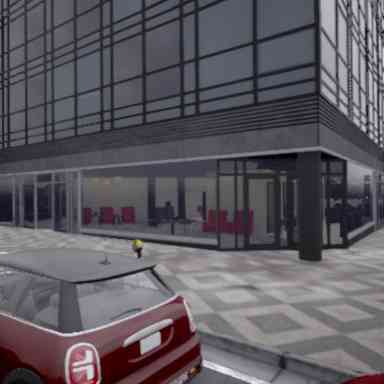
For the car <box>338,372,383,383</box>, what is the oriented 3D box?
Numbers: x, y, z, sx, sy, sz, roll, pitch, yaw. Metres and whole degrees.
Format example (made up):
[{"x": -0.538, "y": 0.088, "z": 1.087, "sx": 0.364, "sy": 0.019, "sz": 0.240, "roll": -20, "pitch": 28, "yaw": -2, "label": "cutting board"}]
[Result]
[{"x": 2.608, "y": 1.544, "z": 0.997, "sx": 4.507, "sy": 1.381, "sz": 1.887, "roll": 0, "pitch": -1, "yaw": 36, "label": "car"}]

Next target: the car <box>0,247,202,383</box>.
[{"x": -1.970, "y": 1.444, "z": 4.264, "sx": 4.097, "sy": 1.590, "sz": 1.967, "roll": 0, "pitch": -1, "yaw": 36, "label": "car"}]
